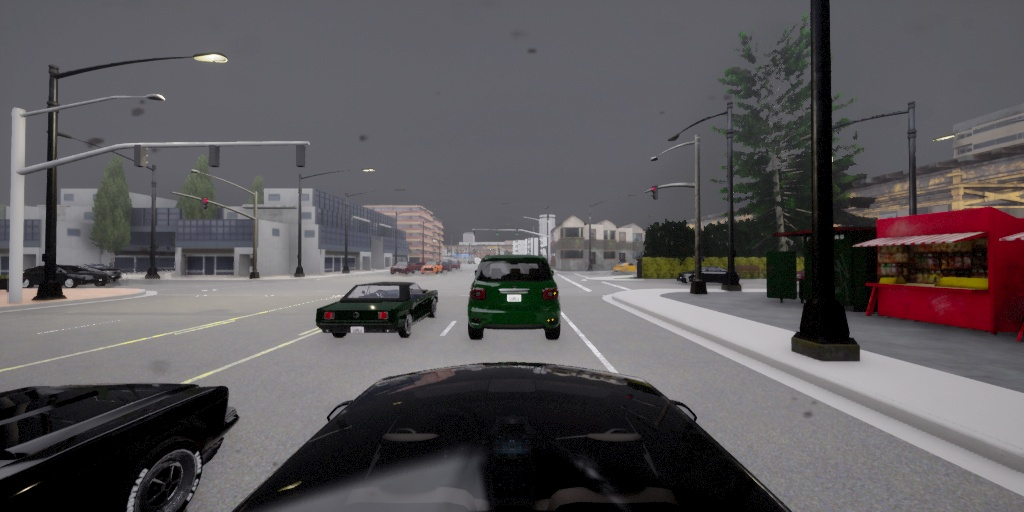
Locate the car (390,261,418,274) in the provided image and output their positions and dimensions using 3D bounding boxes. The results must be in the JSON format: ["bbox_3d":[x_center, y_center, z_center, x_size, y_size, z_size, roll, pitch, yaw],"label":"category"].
[{"bbox_3d":[-14.119,1.457,46.411,2.097,1.767,4.553,0,-1,0],"label":"car"}]

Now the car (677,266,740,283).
[{"bbox_3d":[14.753,1.448,27.089,4.181,1.385,1.994,0,-1,0],"label":"car"}]

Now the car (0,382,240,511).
[{"bbox_3d":[-3.402,1.351,1.084,1.895,1.301,4.718,0,0,0],"label":"car"}]

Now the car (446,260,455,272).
[{"bbox_3d":[-10.620,1.739,56.327,1.994,1.385,4.181,0,0,-1],"label":"car"}]

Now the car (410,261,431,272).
[{"bbox_3d":[-14.113,1.653,55.627,1.882,1.535,5.008,0,0,0],"label":"car"}]

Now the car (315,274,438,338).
[{"bbox_3d":[-3.435,1.368,10.224,1.895,1.301,4.718,0,0,0],"label":"car"}]

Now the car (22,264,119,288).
[{"bbox_3d":[-29.637,1.343,23.733,4.892,1.490,1.837,0,-1,1],"label":"car"}]

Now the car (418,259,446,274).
[{"bbox_3d":[-10.615,1.468,47.719,2.097,1.767,4.553,0,0,0],"label":"car"}]

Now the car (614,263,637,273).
[{"bbox_3d":[16.736,1.706,52.393,5.008,1.535,1.882,1,-1,-45],"label":"car"}]

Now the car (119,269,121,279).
[{"bbox_3d":[-32.921,1.380,27.405,4.902,1.511,2.128,0,-1,1],"label":"car"}]

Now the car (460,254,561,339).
[{"bbox_3d":[0.062,0.986,10.206,2.150,2.045,5.566,0,0,0],"label":"car"}]

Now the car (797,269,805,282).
[{"bbox_3d":[23.250,1.409,27.020,4.674,1.442,1.812,0,-1,1],"label":"car"}]
